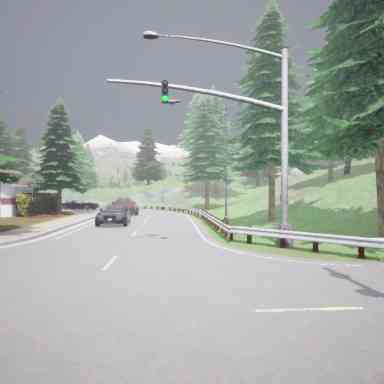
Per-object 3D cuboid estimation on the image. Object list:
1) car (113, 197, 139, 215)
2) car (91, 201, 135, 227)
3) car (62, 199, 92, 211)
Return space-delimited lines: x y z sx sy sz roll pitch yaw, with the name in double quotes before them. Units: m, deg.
"car" -6.632 1.303 32.398 2.097 1.767 4.553 0 0 -22
"car" -5.288 1.529 22.665 1.994 1.385 4.181 0 0 -5
"car" -13.601 1.545 39.783 4.718 1.301 1.895 0 0 11
